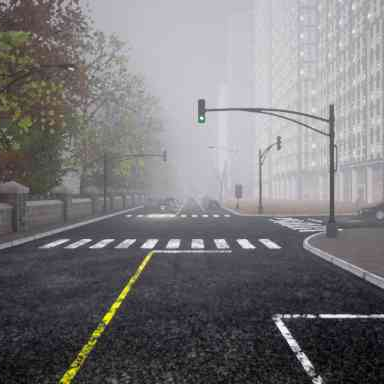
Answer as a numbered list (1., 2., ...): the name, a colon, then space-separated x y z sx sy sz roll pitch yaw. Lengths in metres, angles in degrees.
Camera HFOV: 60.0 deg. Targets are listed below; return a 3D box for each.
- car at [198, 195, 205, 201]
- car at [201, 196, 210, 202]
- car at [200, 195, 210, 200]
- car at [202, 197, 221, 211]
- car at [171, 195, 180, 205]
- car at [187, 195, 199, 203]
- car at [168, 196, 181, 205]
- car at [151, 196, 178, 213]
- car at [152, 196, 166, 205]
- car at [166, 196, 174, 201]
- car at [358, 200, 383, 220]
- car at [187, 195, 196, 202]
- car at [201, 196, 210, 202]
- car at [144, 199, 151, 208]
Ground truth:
1. car: 2.636 1.659 92.210 2.008 1.369 4.403 0 0 0
2. car: 3.103 1.604 76.831 1.812 1.442 4.674 0 0 0
3. car: 2.660 1.607 52.785 1.947 1.339 4.313 0 0 0
4. car: 2.666 1.595 41.519 1.947 1.339 4.313 0 0 0
5. car: -3.126 1.540 48.030 1.837 1.490 4.892 0 0 0
6. car: -0.042 1.591 69.220 1.812 1.442 4.674 0 0 0
7. car: -3.109 1.543 59.506 2.128 1.511 4.902 0 0 0
8. car: -3.124 1.517 38.212 2.128 1.511 4.902 0 0 0
9. car: -5.723 1.489 58.412 1.967 1.590 4.097 0 0 0
10. car: -5.741 1.642 86.573 1.887 1.381 4.507 0 0 0
11. car: 14.940 1.244 24.739 4.892 1.490 1.837 -1 0 0
12. car: -0.047 1.497 78.804 2.033 1.411 5.357 0 0 0
13. car: 2.663 1.601 47.152 1.947 1.339 4.313 0 0 0
14. car: -5.717 1.617 47.147 1.802 1.307 4.206 0 0 0
